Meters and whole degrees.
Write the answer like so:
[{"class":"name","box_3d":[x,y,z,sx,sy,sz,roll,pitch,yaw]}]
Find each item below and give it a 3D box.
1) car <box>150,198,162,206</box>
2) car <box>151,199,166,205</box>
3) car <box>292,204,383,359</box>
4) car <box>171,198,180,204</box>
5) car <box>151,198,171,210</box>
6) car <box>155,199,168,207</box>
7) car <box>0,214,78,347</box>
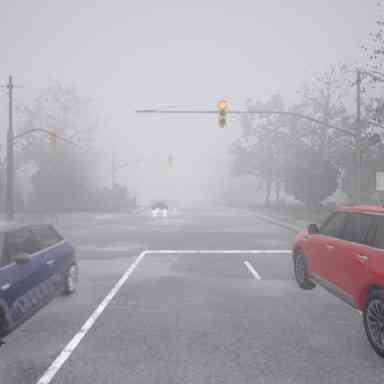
[{"class":"car","box_3d":[-7.429,2.041,68.935,1.882,1.535,5.008,0,-1,-13]},{"class":"car","box_3d":[-8.353,2.406,83.038,2.033,1.411,5.357,0,-1,-25]},{"class":"car","box_3d":[3.590,1.221,6.053,2.150,2.045,5.566,0,0,0]},{"class":"car","box_3d":[-4.644,2.316,83.176,1.882,1.535,5.008,0,-1,-22]},{"class":"car","box_3d":[-4.138,1.640,43.312,1.994,1.385,4.181,0,-1,-3]},{"class":"car","box_3d":[-5.154,1.861,55.437,1.895,1.301,4.718,0,-1,-7]},{"class":"car","box_3d":[-3.608,1.352,5.608,2.097,1.767,4.553,0,0,0]}]
